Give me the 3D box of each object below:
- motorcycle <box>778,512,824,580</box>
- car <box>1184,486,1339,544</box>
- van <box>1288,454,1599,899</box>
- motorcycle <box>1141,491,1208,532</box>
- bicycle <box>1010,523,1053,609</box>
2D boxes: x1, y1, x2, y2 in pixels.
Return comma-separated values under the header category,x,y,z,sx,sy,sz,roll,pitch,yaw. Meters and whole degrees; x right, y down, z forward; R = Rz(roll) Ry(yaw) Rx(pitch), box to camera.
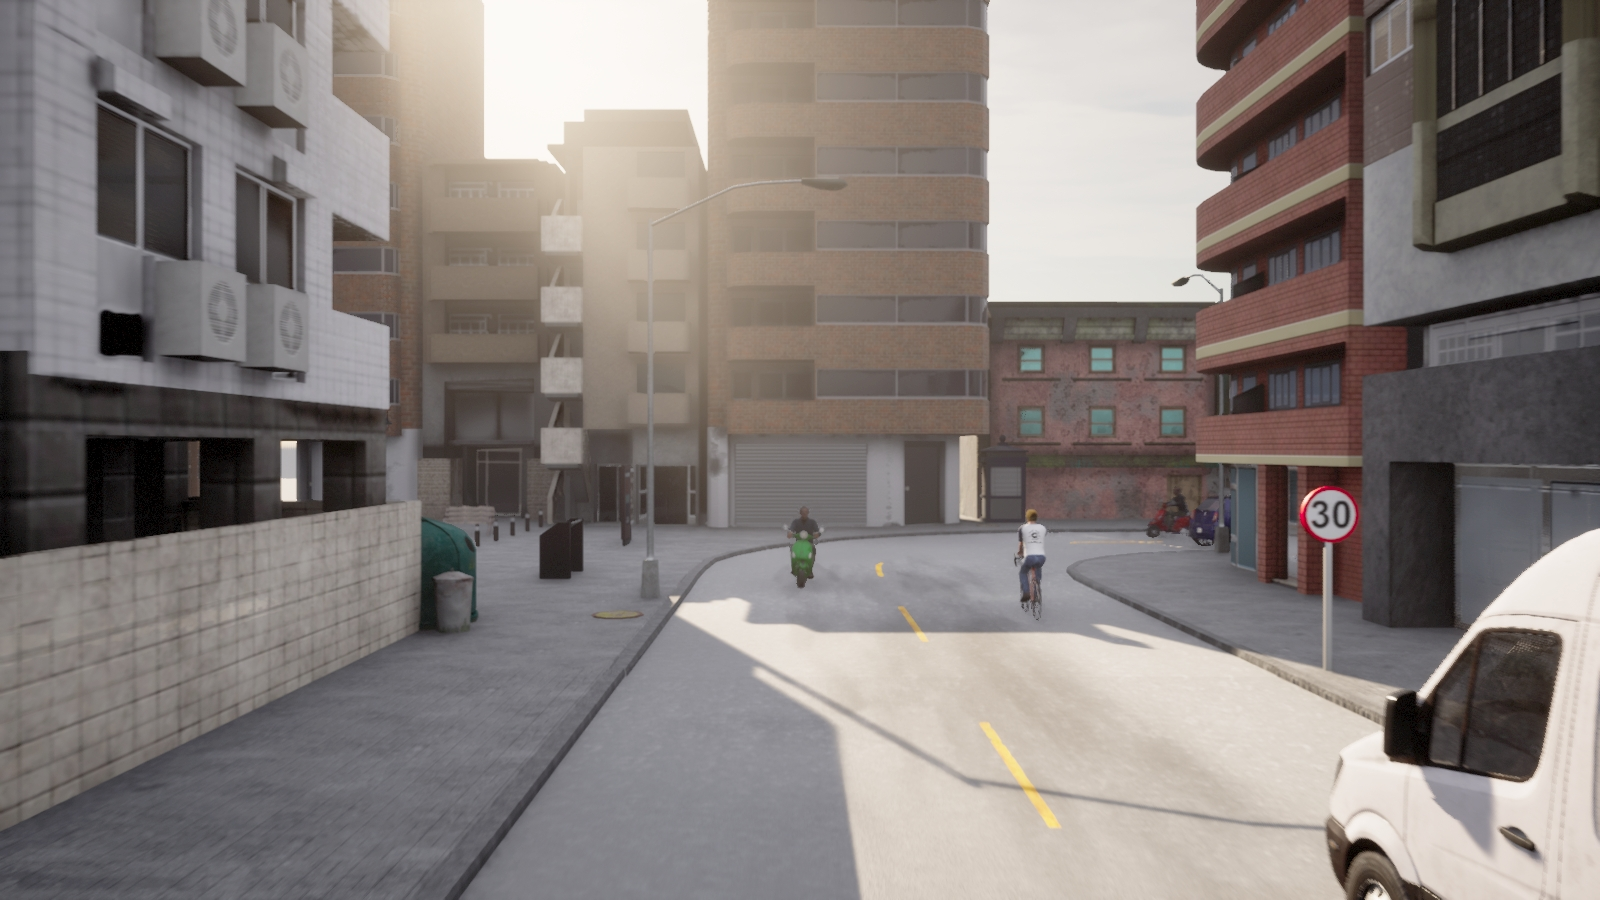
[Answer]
category,x,y,z,sx,sy,sz,roll,pitch,yaw
motorcycle,0.037,1.950,23.642,0.856,1.236,1.805,1,0,3
car,12.989,1.802,32.279,3.633,1.501,1.845,0,0,-8
van,3.953,1.312,3.946,1.988,2.561,5.915,0,0,0
motorcycle,11.821,1.945,36.118,1.805,1.236,0.856,0,0,-8
bicycle,3.880,1.927,19.229,0.373,1.296,1.643,0,-1,0
